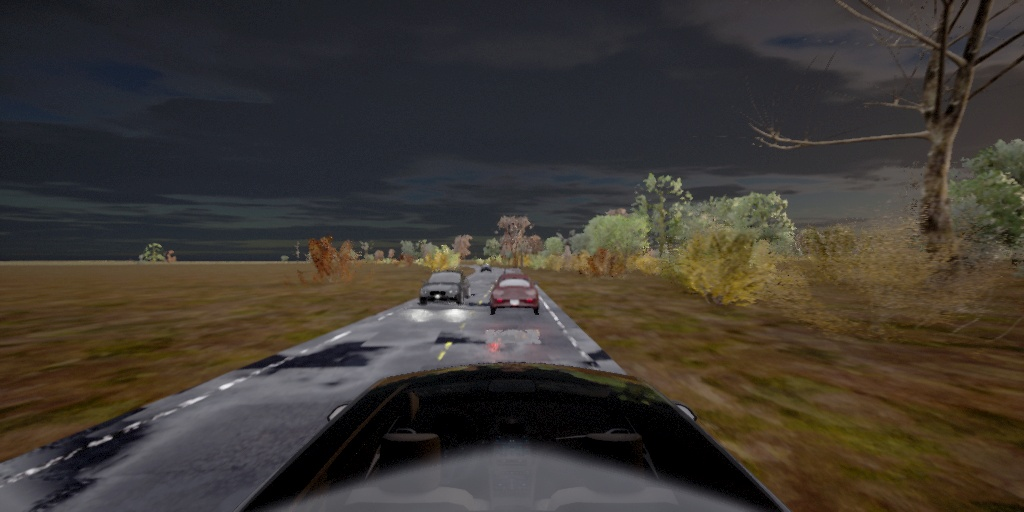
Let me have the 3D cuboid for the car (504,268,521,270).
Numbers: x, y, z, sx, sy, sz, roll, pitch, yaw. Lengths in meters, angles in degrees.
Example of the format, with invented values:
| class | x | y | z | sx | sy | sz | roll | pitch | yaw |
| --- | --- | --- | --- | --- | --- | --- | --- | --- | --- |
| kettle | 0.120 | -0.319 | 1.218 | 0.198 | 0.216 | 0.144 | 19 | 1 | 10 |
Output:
| class | x | y | z | sx | sy | sz | roll | pitch | yaw |
| --- | --- | --- | --- | --- | --- | --- | --- | --- | --- |
| car | 0.035 | 1.751 | 32.021 | 1.895 | 1.301 | 4.718 | 0 | -1 | -1 |

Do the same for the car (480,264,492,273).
| class | x | y | z | sx | sy | sz | roll | pitch | yaw |
| --- | --- | --- | --- | --- | --- | --- | --- | --- | --- |
| car | -4.231 | 2.066 | 59.279 | 2.033 | 1.411 | 5.357 | 0 | -1 | -3 |

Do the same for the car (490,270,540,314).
| class | x | y | z | sx | sy | sz | roll | pitch | yaw |
| --- | --- | --- | --- | --- | --- | --- | --- | --- | --- |
| car | 0.101 | 1.446 | 14.588 | 1.812 | 1.442 | 4.674 | 0 | -1 | 0 |

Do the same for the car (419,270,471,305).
| class | x | y | z | sx | sy | sz | roll | pitch | yaw |
| --- | --- | --- | --- | --- | --- | --- | --- | --- | --- |
| car | -3.099 | 1.462 | 17.334 | 1.837 | 1.490 | 4.892 | 0 | -1 | 0 |
